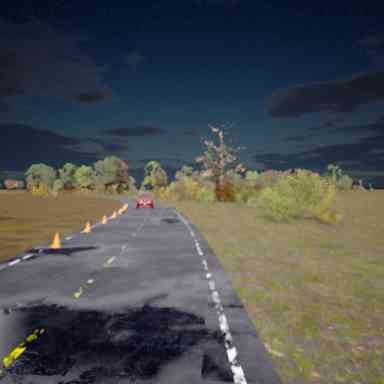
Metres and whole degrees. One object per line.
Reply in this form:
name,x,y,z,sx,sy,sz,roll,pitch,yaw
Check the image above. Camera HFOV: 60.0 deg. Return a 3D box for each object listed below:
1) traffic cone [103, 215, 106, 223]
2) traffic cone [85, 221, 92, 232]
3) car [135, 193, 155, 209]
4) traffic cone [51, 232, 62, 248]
traffic cone,-6.122,1.897,23.296,0.340,0.580,0.340,0,0,-5
traffic cone,-5.743,1.911,18.357,0.340,0.580,0.340,0,0,-4
car,-6.007,1.097,42.402,2.150,2.045,5.566,0,0,-8
traffic cone,-5.450,1.926,13.413,0.340,0.580,0.340,0,0,-3
